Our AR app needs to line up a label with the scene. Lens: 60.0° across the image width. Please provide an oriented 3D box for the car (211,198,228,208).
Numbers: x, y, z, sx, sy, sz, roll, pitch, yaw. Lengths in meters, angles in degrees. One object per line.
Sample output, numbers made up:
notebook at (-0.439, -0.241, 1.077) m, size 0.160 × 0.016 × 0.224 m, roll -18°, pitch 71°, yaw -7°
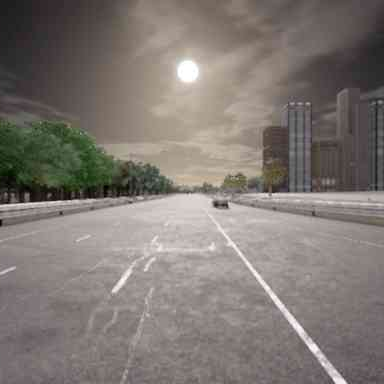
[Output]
car at (4.143, 1.586, 50.200) m, size 2.163 × 1.488 × 4.792 m, roll 0°, pitch 0°, yaw -4°
